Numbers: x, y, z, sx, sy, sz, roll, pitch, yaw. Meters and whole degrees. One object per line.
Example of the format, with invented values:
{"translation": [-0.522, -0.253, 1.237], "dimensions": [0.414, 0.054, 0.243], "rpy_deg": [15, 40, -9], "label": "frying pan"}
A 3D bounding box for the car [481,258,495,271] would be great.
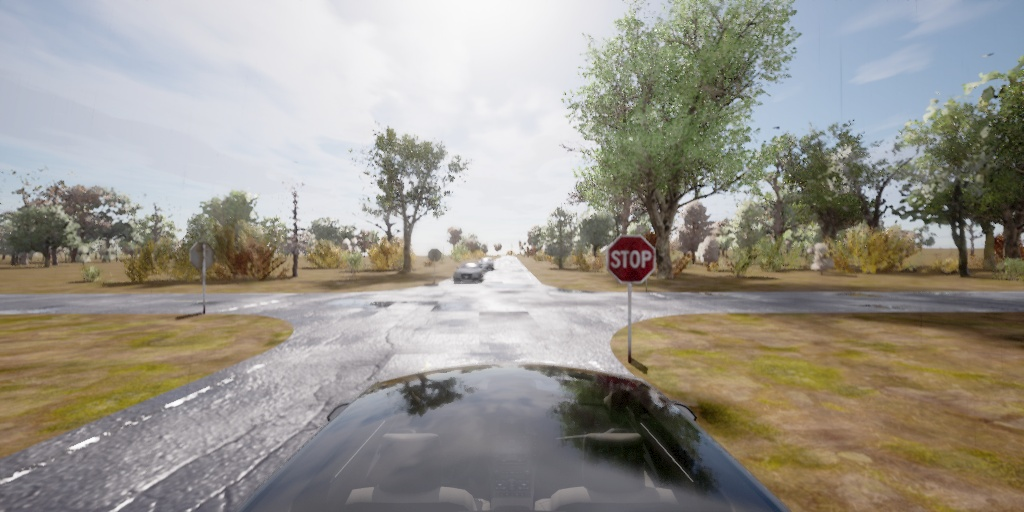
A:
{"translation": [-3.022, 0.952, 42.348], "dimensions": [2.128, 1.511, 4.902], "rpy_deg": [0, 1, 0], "label": "car"}

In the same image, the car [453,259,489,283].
{"translation": [-3.013, 1.177, 25.796], "dimensions": [1.994, 1.385, 4.181], "rpy_deg": [0, 1, 0], "label": "car"}
